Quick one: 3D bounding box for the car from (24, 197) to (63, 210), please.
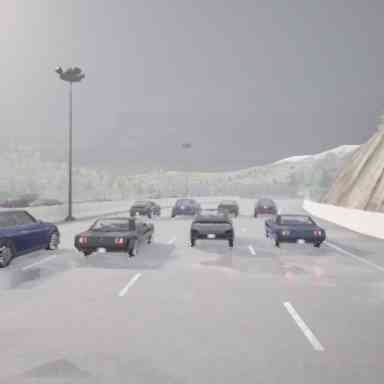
[{"bbox_3d":[-19.280,1.502,43.481,2.128,1.511,4.902,0,0,14],"label":"car"}]

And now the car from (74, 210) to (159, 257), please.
[{"bbox_3d":[-2.763,1.611,13.066,1.895,1.301,4.718,0,0,5],"label":"car"}]

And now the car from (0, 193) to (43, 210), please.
[{"bbox_3d":[-22.697,1.226,44.289,2.150,2.045,5.566,0,0,14],"label":"car"}]

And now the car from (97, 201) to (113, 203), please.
[{"bbox_3d":[-12.004,1.576,43.909,2.033,1.411,5.357,0,0,14],"label":"car"}]

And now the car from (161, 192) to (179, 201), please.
[{"bbox_3d":[-5.390,1.015,82.470,2.150,2.045,5.566,0,0,26],"label":"car"}]

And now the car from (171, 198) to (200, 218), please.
[{"bbox_3d":[-0.410,1.390,30.343,2.097,1.767,4.553,0,0,10],"label":"car"}]

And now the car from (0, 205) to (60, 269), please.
[{"bbox_3d":[-6.379,1.352,11.364,2.097,1.767,4.553,0,0,4],"label":"car"}]

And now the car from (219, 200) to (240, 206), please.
[{"bbox_3d":[3.682,1.528,33.072,1.882,1.535,5.008,0,0,11],"label":"car"}]

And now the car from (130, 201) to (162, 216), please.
[{"bbox_3d":[-4.077,1.533,29.766,1.837,1.490,4.892,0,0,10],"label":"car"}]

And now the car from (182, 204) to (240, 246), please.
[{"bbox_3d":[0.980,1.513,15.444,2.128,1.511,4.902,0,0,5],"label":"car"}]

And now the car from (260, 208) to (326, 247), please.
[{"bbox_3d":[4.442,1.630,15.111,1.895,1.301,4.718,0,0,5],"label":"car"}]

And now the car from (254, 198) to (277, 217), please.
[{"bbox_3d":[7.068,1.409,32.121,2.097,1.767,4.553,0,0,11],"label":"car"}]
